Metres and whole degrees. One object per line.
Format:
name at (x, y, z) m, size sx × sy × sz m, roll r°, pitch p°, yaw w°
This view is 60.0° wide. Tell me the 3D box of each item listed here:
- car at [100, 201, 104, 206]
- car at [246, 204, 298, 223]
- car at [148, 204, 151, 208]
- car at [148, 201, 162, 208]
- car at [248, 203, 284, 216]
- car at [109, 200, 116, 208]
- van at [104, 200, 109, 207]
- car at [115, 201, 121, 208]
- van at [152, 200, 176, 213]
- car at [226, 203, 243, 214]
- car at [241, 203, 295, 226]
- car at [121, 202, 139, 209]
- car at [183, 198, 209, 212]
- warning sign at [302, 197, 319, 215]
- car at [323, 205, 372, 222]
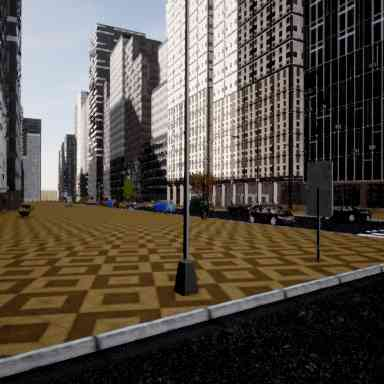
car at (-23.248, 3.053, 86.698) m, size 1.887 × 1.381 × 4.507 m, roll -1°, pitch -1°, yaw -26°
car at (7.061, 1.835, 29.895) m, size 1.837 × 1.490 × 4.892 m, roll 0°, pitch -1°, yaw -26°
car at (-7.476, 2.675, 67.362) m, size 1.895 × 1.301 × 4.718 m, roll 0°, pitch -1°, yaw -26°
car at (-8.366, 2.809, 75.147) m, size 1.802 × 1.307 × 4.206 m, roll -1°, pitch -1°, yaw -26°
car at (8.748, 2.068, 39.692) m, size 1.947 × 1.339 × 4.313 m, roll -1°, pitch -1°, yaw -26°
car at (-15.914, 2.731, 71.505) m, size 1.887 × 1.381 × 4.507 m, roll -1°, pitch -1°, yaw -26°
van at (-18.362, 2.635, 76.571) m, size 1.690 × 1.788 × 3.998 m, roll -1°, pitch -1°, yaw -26°
car at (-13.396, 2.602, 66.287) m, size 1.752 × 1.417 × 4.829 m, roll -1°, pitch -1°, yaw -26°
van at (-3.693, 2.005, 46.183) m, size 1.690 × 1.788 × 3.998 m, roll -1°, pitch -1°, yaw -26°
car at (6.303, 2.168, 44.757) m, size 1.947 × 1.339 × 4.313 m, roll -1°, pitch -1°, yaw -26°
car at (6.092, 1.814, 25.919) m, size 2.008 × 1.369 × 4.403 m, roll -1°, pitch -1°, yaw -26°
car at (-11.024, 2.525, 61.374) m, size 2.008 × 1.369 × 4.403 m, roll -1°, pitch -1°, yaw -26°
car at (0.563, 1.954, 50.719) m, size 2.150 × 2.045 × 5.566 m, roll 0°, pitch -1°, yaw -26°
warning sign at (12.989, 1.544, 36.441) m, size 1.300 × 1.860 × 1.060 m, roll 1°, pitch -1°, yaw -26°
car at (13.638, 1.854, 29.562) m, size 2.008 × 1.369 × 4.403 m, roll -1°, pitch -1°, yaw -26°
